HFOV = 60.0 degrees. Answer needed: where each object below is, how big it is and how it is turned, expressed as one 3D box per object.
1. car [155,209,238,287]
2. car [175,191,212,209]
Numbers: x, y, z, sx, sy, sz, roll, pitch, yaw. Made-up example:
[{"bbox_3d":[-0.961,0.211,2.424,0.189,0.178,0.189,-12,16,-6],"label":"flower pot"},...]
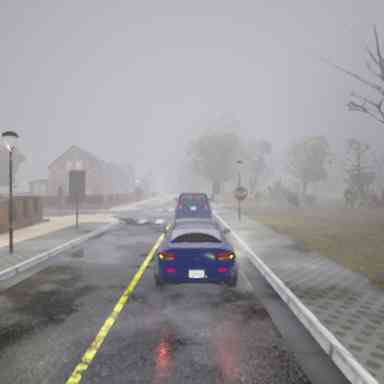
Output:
[{"bbox_3d":[0.090,1.415,8.830,1.812,1.442,4.674,0,1,0],"label":"car"},{"bbox_3d":[0.083,0.970,21.117,2.150,2.045,5.566,0,1,0],"label":"car"}]
